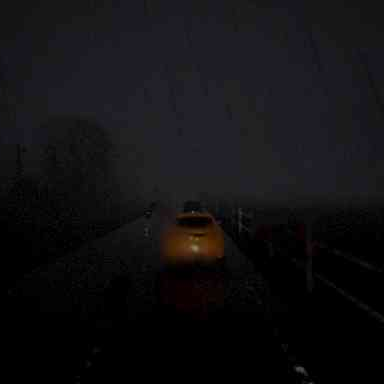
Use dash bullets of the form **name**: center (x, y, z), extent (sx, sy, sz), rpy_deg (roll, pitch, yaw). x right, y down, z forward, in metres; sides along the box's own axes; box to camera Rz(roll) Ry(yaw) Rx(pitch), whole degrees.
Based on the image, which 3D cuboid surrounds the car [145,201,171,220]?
- **car**: center (-2.856, 1.534, 28.370), extent (1.837, 1.490, 4.892), rpy_deg (0, 0, 0)

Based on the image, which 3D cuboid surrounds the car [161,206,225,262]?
- **car**: center (0.090, 1.496, 12.305), extent (1.882, 1.535, 5.008), rpy_deg (0, 0, 0)

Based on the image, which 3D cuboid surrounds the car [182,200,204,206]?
- **car**: center (0.088, 1.534, 31.417), extent (1.837, 1.490, 4.892), rpy_deg (0, 0, 0)
